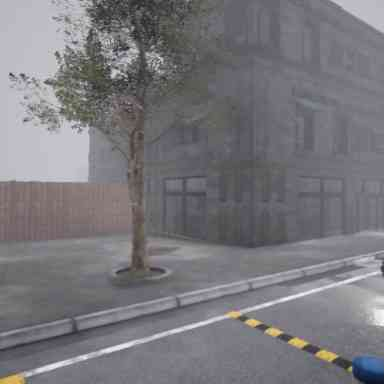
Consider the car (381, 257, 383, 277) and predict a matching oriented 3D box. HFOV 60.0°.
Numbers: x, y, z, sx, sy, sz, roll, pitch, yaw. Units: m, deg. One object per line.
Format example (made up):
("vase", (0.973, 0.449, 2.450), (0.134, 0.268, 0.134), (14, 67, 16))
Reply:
("car", (6.689, 1.517, 8.477), (4.674, 1.442, 1.812), (0, 0, -36))
